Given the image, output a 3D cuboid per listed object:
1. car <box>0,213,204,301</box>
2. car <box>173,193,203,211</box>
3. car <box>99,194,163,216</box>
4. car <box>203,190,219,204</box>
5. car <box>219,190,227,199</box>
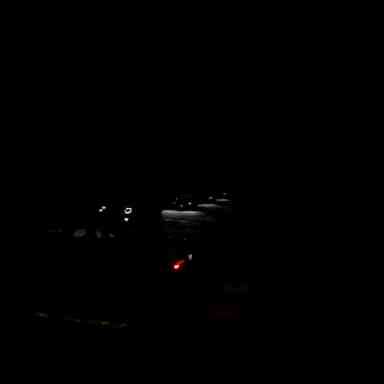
[{"bbox_3d":[-2.454,1.349,7.535,5.357,1.411,2.033,1,1,15],"label":"car"},{"bbox_3d":[-0.472,0.937,31.820,1.812,1.442,4.674,1,1,11],"label":"car"},{"bbox_3d":[-3.415,0.928,19.331,2.097,1.767,4.553,2,1,20],"label":"car"},{"bbox_3d":[2.116,0.703,45.061,1.882,1.535,5.008,1,1,11],"label":"car"},{"bbox_3d":[5.319,0.353,61.181,2.097,1.767,4.553,1,1,11],"label":"car"}]
